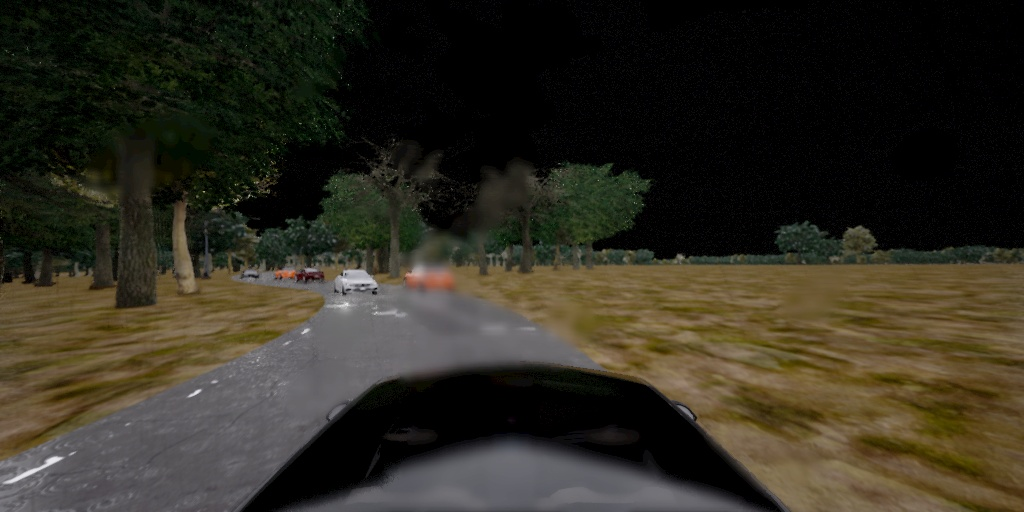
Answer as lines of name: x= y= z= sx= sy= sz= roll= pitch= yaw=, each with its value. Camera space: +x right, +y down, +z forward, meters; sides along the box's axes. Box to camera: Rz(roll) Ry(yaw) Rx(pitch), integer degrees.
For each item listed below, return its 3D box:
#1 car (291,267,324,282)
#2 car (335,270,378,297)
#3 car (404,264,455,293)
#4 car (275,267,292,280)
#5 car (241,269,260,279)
car: x=-22.982 y=2.102 z=40.659 sx=5.008 sy=1.535 sz=1.882 roll=-2 pitch=-2 yaw=44
car: x=-9.328 y=1.538 z=21.329 sx=1.812 sy=1.442 sz=4.674 roll=1 pitch=-1 yaw=-33
car: x=-5.483 y=1.379 z=23.402 sx=2.097 sy=1.767 sz=4.553 roll=0 pitch=-1 yaw=-32
car: x=-30.293 y=2.248 z=48.125 sx=2.097 sy=1.767 sz=4.553 roll=1 pitch=-2 yaw=-43
car: x=-38.169 y=2.656 z=52.273 sx=1.994 sy=1.385 sz=4.181 roll=0 pitch=-2 yaw=-40
